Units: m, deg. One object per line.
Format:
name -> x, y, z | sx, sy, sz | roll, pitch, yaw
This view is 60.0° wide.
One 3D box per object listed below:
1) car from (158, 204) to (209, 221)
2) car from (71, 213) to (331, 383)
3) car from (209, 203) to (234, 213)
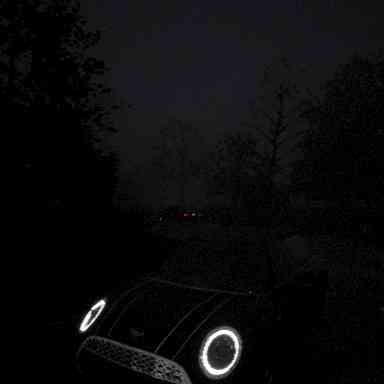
car -> -1.085, 1.835, 28.086 | 2.033, 1.411, 5.357 | 1, -1, -29
car -> 0.575, 1.377, 4.839 | 2.097, 1.767, 4.553 | 0, -1, 32
car -> 3.569, 2.138, 43.847 | 5.357, 1.411, 2.033 | 1, -1, 0
